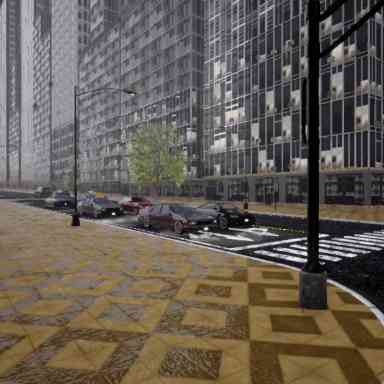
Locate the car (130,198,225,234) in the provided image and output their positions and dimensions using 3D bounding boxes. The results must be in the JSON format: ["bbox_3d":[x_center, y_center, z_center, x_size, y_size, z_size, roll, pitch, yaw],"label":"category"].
[{"bbox_3d":[-0.970,1.292,17.687,2.033,1.411,5.357,0,1,-38],"label":"car"}]

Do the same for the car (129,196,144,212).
[{"bbox_3d":[-4.610,1.082,27.592,1.812,1.442,4.674,0,1,-38],"label":"car"}]

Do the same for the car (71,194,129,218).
[{"bbox_3d":[-7.188,1.107,25.614,2.033,1.411,5.357,0,1,-38],"label":"car"}]

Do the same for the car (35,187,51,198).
[{"bbox_3d":[-28.475,-0.026,63.764,2.150,2.045,5.566,0,1,-38],"label":"car"}]

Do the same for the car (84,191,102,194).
[{"bbox_3d":[-11.025,0.913,35.804,2.033,1.411,5.357,0,1,-38],"label":"car"}]

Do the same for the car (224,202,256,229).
[{"bbox_3d":[1.721,1.309,19.523,1.994,1.385,4.181,0,1,-38],"label":"car"}]

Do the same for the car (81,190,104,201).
[{"bbox_3d":[-15.831,0.534,52.838,1.882,1.535,5.008,0,1,-38],"label":"car"}]

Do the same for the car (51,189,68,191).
[{"bbox_3d":[-25.349,0.271,65.040,1.837,1.490,4.892,0,1,-38],"label":"car"}]

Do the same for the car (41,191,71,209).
[{"bbox_3d":[-13.397,0.939,33.562,1.994,1.385,4.181,0,1,-38],"label":"car"}]
